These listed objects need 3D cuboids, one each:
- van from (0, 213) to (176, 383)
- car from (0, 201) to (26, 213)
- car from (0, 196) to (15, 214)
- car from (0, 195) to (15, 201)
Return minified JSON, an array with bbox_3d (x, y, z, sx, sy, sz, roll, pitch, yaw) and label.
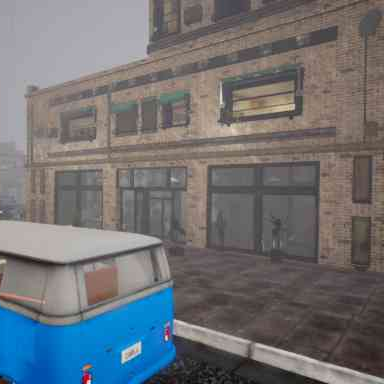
[{"bbox_3d":[-2.102,1.340,4.348,3.998,1.788,1.690,0,1,35],"label":"van"},{"bbox_3d":[-15.283,1.793,30.593,1.947,1.339,4.313,0,0,36],"label":"car"},{"bbox_3d":[-22.045,1.411,35.538,2.192,1.841,5.009,0,0,36],"label":"car"},{"bbox_3d":[-20.505,1.349,33.244,2.150,2.045,5.566,1,0,36],"label":"car"}]
